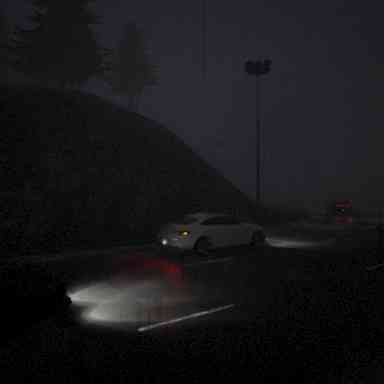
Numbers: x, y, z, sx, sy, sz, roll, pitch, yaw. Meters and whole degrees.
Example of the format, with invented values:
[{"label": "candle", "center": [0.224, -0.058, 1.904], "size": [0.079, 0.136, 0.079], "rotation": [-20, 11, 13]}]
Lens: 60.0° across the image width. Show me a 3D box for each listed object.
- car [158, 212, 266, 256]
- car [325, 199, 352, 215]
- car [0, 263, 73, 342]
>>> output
[{"label": "car", "center": [0.874, 1.523, 13.071], "size": [4.674, 1.442, 1.812], "rotation": [0, 0, -38]}, {"label": "car", "center": [14.760, 1.483, 33.584], "size": [2.128, 1.511, 4.902], "rotation": [1, 0, 14]}, {"label": "car", "center": [-4.640, 1.547, 4.734], "size": [5.357, 1.411, 2.033], "rotation": [0, 0, -36]}]
